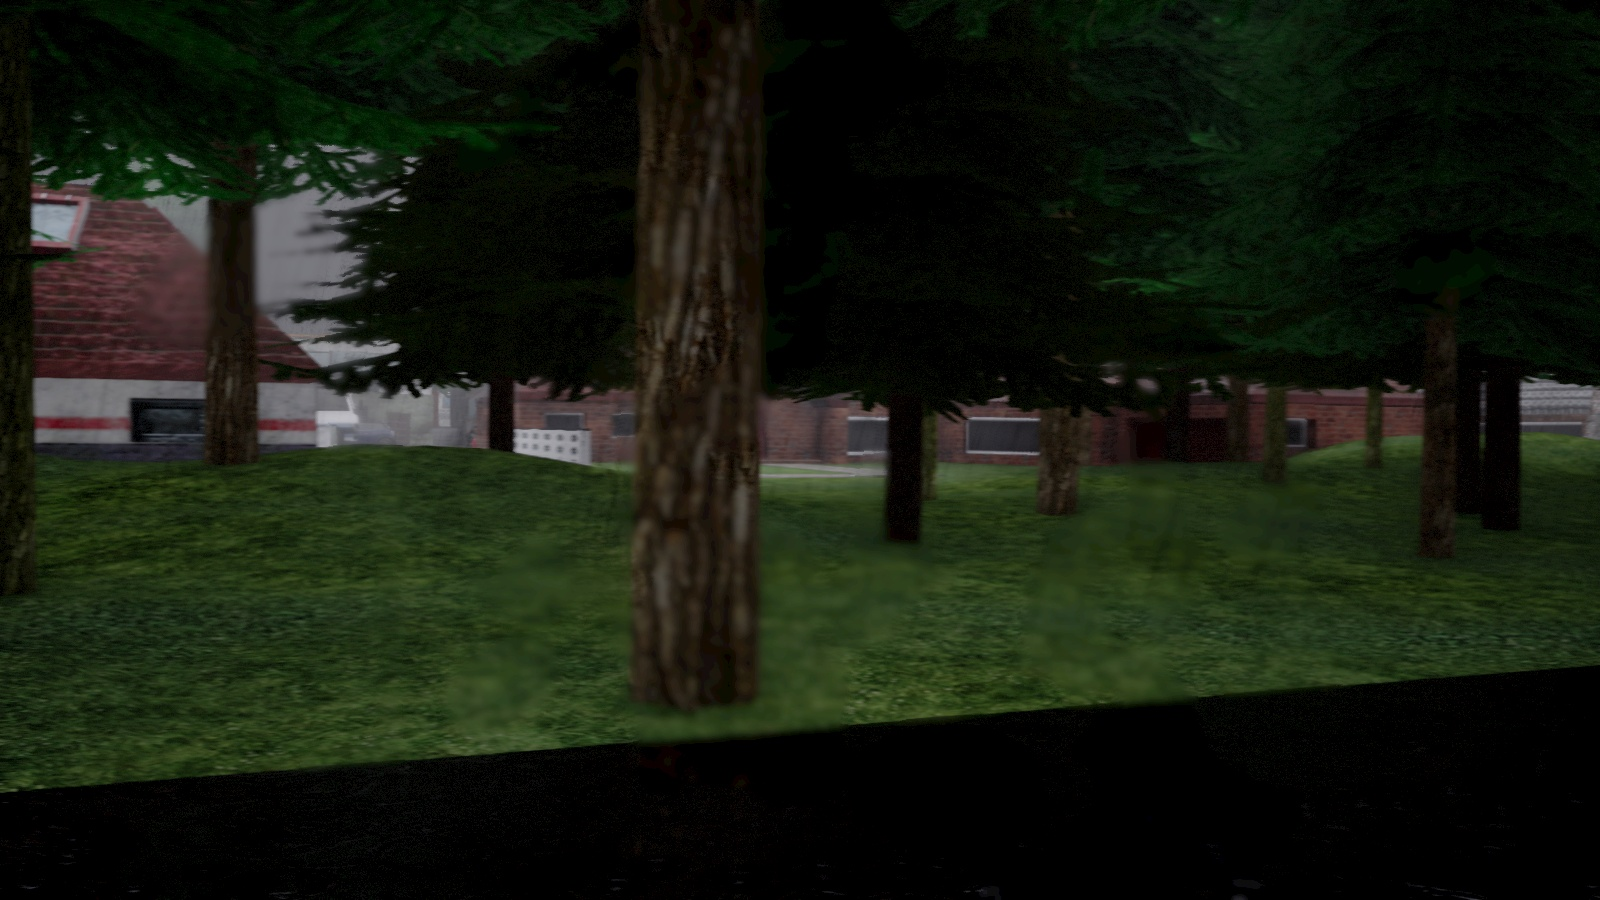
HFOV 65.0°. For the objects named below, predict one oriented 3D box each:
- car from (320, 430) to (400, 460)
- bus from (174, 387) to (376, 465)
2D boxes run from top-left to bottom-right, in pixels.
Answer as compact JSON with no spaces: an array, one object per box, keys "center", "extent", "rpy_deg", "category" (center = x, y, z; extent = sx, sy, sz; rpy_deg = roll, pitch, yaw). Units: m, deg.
[{"center":[-27.040,-0.306,77.121],"extent":[4.553,1.767,2.097],"rpy_deg":[-1,1,-21],"category":"car"},{"center":[-29.790,-1.424,71.781],"extent":[10.273,4.253,3.944],"rpy_deg":[-1,1,-21],"category":"bus"}]
